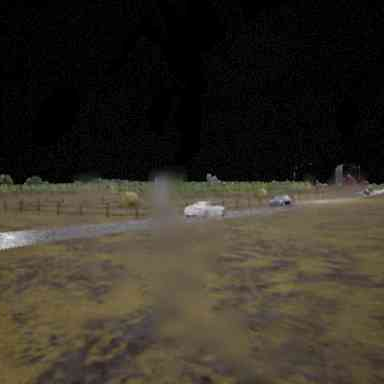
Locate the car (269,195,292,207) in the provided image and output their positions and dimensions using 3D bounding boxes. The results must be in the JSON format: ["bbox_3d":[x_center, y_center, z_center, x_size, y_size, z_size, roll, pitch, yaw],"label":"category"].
[{"bbox_3d":[13.389,1.304,50.338,2.097,1.767,4.553,-2,0,35],"label":"car"}]

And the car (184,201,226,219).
[{"bbox_3d":[1.177,1.515,28.439,1.812,1.442,4.674,-2,-1,35],"label":"car"}]
